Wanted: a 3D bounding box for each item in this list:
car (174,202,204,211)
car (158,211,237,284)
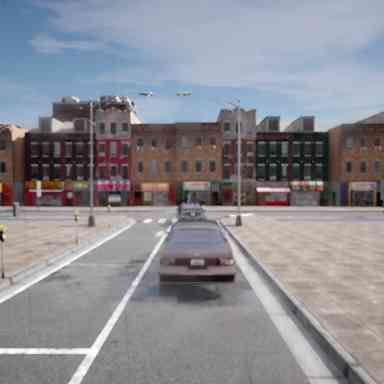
[{"bbox_3d":[-0.192,1.421,23.102,2.033,1.411,5.357,0,0,-5],"label":"car"},{"bbox_3d":[0.119,1.494,9.436,2.033,1.411,5.357,0,0,0],"label":"car"}]
